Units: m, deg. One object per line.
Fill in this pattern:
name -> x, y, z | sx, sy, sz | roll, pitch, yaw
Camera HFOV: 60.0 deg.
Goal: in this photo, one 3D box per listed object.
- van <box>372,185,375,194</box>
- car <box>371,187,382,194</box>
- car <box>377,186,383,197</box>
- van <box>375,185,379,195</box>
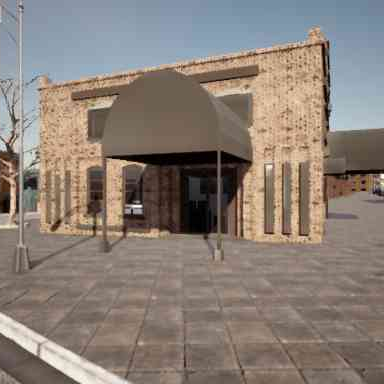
van -> 40.351, -0.412, 71.241 | 1.878, 1.987, 4.442 | 0, 1, 25
car -> 45.136, -0.370, 81.387 | 2.002, 1.452, 4.674 | 0, 1, 27
car -> 36.082, 0.144, 61.117 | 2.163, 1.488, 4.792 | 0, 2, 22
van -> 38.155, -0.268, 66.158 | 1.878, 1.987, 4.442 | 0, 1, 24
